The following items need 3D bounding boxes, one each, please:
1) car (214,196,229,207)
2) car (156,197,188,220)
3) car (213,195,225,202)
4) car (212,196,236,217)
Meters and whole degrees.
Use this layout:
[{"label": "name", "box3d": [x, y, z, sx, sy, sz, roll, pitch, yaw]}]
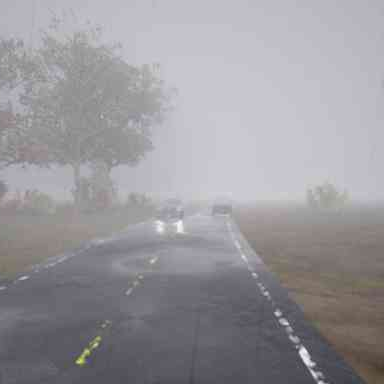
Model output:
[{"label": "car", "box3d": [4.440, 1.388, 49.297, 1.837, 1.490, 4.892, 0, 1, 11]}, {"label": "car", "box3d": [-1.586, 1.285, 27.639, 2.097, 1.767, 4.553, 0, 0, 6]}, {"label": "car", "box3d": [5.644, 1.404, 68.816, 1.895, 1.301, 4.718, 0, 0, 13]}, {"label": "car", "box3d": [2.859, 1.408, 30.832, 1.882, 1.535, 5.008, 0, 0, 6]}]
